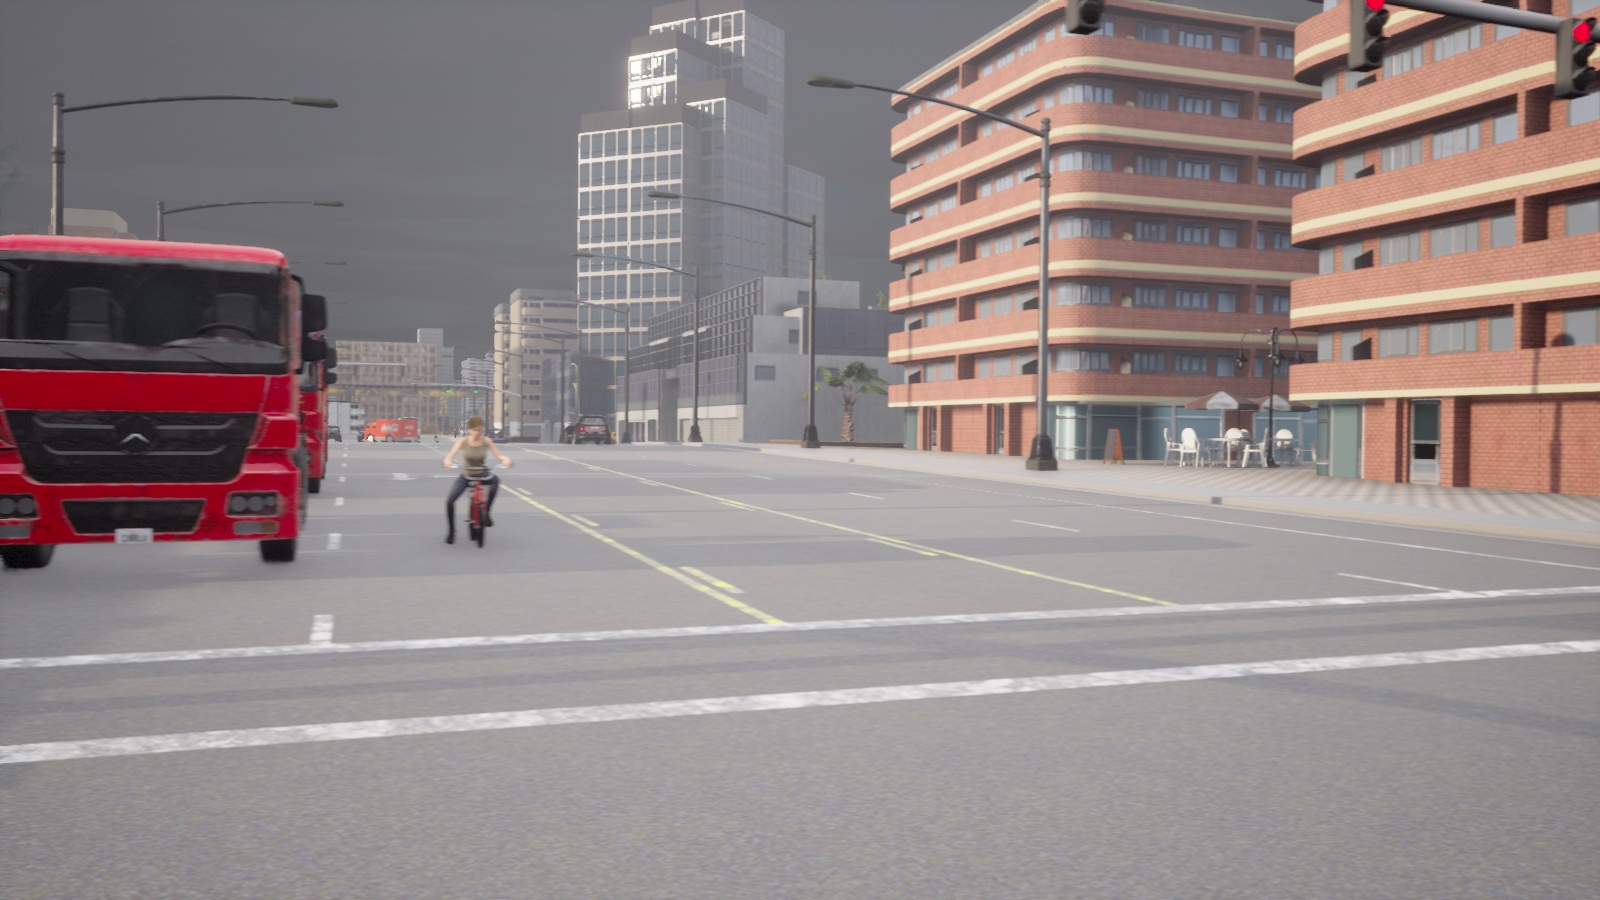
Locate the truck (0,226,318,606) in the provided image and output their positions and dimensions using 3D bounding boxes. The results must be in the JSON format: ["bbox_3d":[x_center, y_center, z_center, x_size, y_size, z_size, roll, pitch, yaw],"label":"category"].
[{"bbox_3d":[-7.604,-0.410,15.559,2.891,3.462,7.936,-1,2,-20],"label":"truck"}]

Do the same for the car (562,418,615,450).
[{"bbox_3d":[-11.507,-0.870,68.078,2.033,1.649,4.856,-1,0,-20],"label":"car"}]

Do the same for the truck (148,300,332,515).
[{"bbox_3d":[-11.629,-0.885,26.815,2.891,3.827,8.468,-1,2,-20],"label":"truck"}]

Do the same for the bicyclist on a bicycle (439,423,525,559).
[{"bbox_3d":[-4.018,0.473,15.784,0.866,1.612,1.509,-1,2,-20],"label":"bicyclist on a bicycle"}]
